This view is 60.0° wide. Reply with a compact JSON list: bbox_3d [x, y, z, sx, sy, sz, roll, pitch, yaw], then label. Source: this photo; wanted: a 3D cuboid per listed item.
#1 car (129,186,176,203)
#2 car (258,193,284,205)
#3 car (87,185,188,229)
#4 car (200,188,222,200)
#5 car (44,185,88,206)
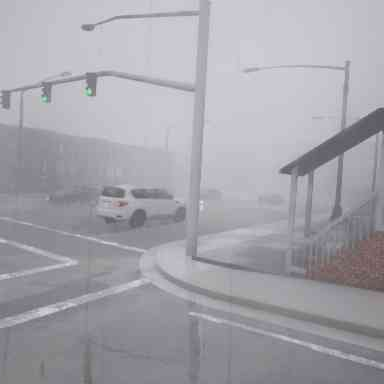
[{"bbox_3d":[-3.950,0.241,34.089,1.837,1.490,4.892,5,3,36],"label":"car"},{"bbox_3d":[9.683,0.785,40.742,1.994,1.385,4.181,5,3,36],"label":"car"},{"bbox_3d":[-2.486,0.673,17.830,2.150,2.045,5.566,5,3,36],"label":"car"},{"bbox_3d":[1.988,0.244,42.303,1.837,1.490,4.892,5,3,36],"label":"car"},{"bbox_3d":[-9.293,0.225,26.675,2.128,1.511,4.902,5,3,36],"label":"car"}]
